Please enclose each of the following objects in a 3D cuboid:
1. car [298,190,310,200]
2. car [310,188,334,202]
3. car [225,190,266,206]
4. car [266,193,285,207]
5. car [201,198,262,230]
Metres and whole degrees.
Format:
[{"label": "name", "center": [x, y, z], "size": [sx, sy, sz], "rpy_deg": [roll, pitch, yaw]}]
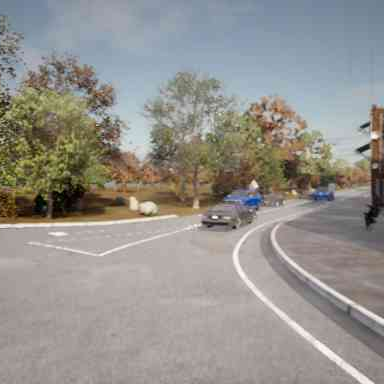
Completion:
[{"label": "car", "center": [19.141, 0.502, 55.463], "size": [1.837, 1.490, 4.892], "rpy_deg": [1, 2, 31]}, {"label": "car", "center": [20.217, 0.343, 50.928], "size": [2.150, 2.045, 5.566], "rpy_deg": [1, 2, 31]}, {"label": "car", "center": [4.815, 0.832, 31.415], "size": [2.150, 2.045, 5.566], "rpy_deg": [1, 1, 31]}, {"label": "car", "center": [9.773, 0.935, 39.865], "size": [1.837, 1.490, 4.892], "rpy_deg": [1, 2, 30]}, {"label": "car", "center": [2.350, 1.360, 20.035], "size": [2.033, 1.411, 5.357], "rpy_deg": [1, 1, 27]}]
